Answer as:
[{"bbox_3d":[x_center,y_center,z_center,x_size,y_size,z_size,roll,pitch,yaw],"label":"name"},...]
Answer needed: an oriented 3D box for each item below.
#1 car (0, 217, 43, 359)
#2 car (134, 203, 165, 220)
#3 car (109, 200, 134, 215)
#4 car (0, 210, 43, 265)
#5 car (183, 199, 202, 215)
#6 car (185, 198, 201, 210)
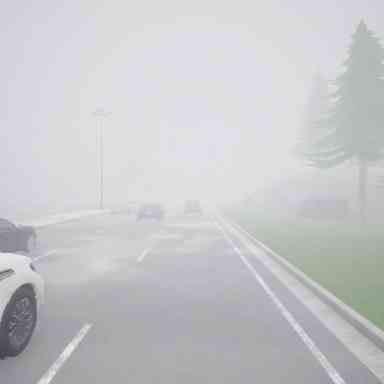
[{"bbox_3d":[-3.402,1.221,2.853,2.150,2.045,5.566,0,0,0],"label":"car"},{"bbox_3d":[-3.408,1.586,28.288,1.994,1.385,4.181,0,0,0],"label":"car"},{"bbox_3d":[-6.910,1.552,33.590,1.812,1.442,4.674,0,0,0],"label":"car"},{"bbox_3d":[-6.903,1.486,10.765,1.882,1.535,5.008,0,0,0],"label":"car"},{"bbox_3d":[0.085,1.574,34.426,2.033,1.411,5.357,0,0,0],"label":"car"},{"bbox_3d":[0.125,1.582,44.502,2.033,1.411,5.357,0,0,1],"label":"car"}]
